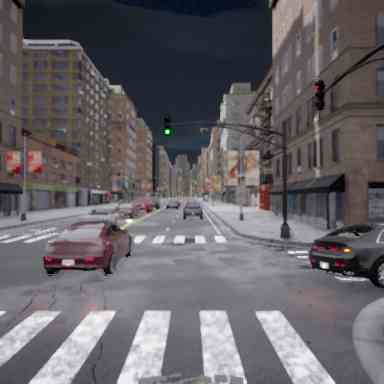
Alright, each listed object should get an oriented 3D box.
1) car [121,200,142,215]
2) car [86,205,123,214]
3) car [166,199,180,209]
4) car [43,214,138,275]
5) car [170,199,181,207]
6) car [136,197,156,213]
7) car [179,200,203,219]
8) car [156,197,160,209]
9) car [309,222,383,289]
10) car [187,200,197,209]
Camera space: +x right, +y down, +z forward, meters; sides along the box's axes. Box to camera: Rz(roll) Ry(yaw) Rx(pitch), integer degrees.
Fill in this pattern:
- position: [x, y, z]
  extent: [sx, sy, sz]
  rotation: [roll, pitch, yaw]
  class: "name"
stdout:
- position: [-6.589, 1.882, 33.744]
  extent: [1.812, 1.442, 4.674]
  rotation: [0, -1, 0]
  class: "car"
- position: [-6.597, 1.853, 23.733]
  extent: [1.895, 1.301, 4.718]
  rotation: [0, -1, 0]
  class: "car"
- position: [-3.253, 2.138, 55.320]
  extent: [1.994, 1.385, 4.181]
  rotation: [0, -1, 0]
  class: "car"
- position: [-3.145, 1.654, 10.756]
  extent: [1.812, 1.442, 4.674]
  rotation: [0, -1, 0]
  class: "car"
- position: [-3.254, 2.152, 65.322]
  extent: [1.882, 1.535, 5.008]
  rotation: [0, -1, 0]
  class: "car"
- position: [-6.544, 1.687, 44.409]
  extent: [2.150, 2.045, 5.566]
  rotation: [0, -1, 1]
  class: "car"
- position: [0.098, 1.847, 33.650]
  extent: [2.128, 1.511, 4.902]
  rotation: [0, -1, 0]
  class: "car"
- position: [-6.503, 1.794, 55.101]
  extent: [2.150, 2.045, 5.566]
  rotation: [0, -1, 0]
  class: "car"
- position: [5.602, 1.625, 9.310]
  extent: [4.892, 1.490, 1.837]
  rotation: [0, -4, -21]
  class: "car"
- position: [0.039, 2.134, 58.743]
  extent: [1.812, 1.442, 4.674]
  rotation: [0, 0, 1]
  class: "car"
